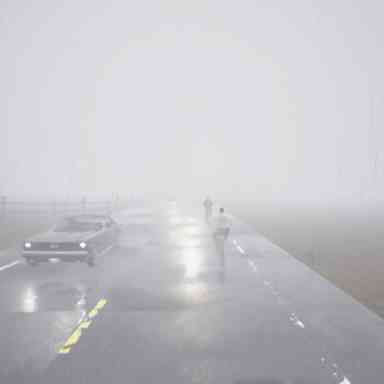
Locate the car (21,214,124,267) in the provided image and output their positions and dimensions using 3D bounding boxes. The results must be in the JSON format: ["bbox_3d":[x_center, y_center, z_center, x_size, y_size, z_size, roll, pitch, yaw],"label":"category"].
[{"bbox_3d":[-3.596,1.445,10.899,1.895,1.301,4.718,0,1,0],"label":"car"}]

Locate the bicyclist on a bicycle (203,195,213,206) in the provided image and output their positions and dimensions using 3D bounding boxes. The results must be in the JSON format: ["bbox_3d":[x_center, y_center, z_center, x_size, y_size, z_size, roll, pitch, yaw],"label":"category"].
[{"bbox_3d":[0.967,1.082,20.229,0.659,1.776,1.843,0,1,0],"label":"bicyclist on a bicycle"}]

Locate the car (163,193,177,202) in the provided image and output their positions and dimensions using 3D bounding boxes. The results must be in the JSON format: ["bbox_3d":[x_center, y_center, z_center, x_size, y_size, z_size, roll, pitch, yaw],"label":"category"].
[{"bbox_3d":[-3.544,0.901,53.696,1.994,1.385,4.181,0,1,1],"label":"car"}]

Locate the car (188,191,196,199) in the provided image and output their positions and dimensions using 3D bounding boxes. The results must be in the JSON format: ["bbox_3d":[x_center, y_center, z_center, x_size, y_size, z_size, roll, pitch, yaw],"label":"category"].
[{"bbox_3d":[0.008,0.686,73.993,2.128,1.511,4.902,0,0,0],"label":"car"}]

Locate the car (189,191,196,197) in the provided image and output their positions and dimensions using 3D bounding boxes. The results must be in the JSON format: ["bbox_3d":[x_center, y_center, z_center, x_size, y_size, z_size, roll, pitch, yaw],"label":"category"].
[{"bbox_3d":[0.010,0.559,89.757,1.837,1.490,4.892,0,0,0],"label":"car"}]

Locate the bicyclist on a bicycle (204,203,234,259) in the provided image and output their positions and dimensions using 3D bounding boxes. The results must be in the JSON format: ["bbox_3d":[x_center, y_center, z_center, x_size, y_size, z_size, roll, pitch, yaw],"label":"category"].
[{"bbox_3d":[0.953,1.282,10.841,0.866,1.612,1.509,0,0,0],"label":"bicyclist on a bicycle"}]
